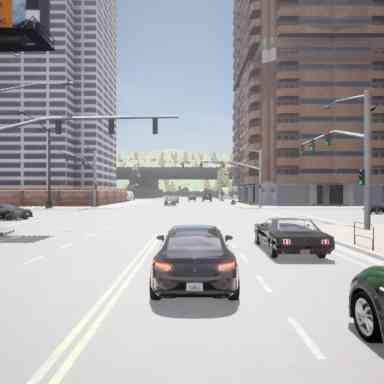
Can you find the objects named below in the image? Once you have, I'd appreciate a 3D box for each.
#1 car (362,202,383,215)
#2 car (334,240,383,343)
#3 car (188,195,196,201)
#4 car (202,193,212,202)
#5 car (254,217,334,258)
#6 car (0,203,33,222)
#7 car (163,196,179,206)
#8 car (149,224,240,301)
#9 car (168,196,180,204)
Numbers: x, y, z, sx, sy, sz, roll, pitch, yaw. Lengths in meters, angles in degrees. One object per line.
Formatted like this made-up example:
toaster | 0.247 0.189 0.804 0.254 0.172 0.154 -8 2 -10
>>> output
car | 19.971 1.601 33.697 4.718 1.301 1.895 0 0 1
car | 3.601 1.352 3.594 2.097 1.767 4.553 0 0 0
car | 0.033 1.425 77.270 1.837 1.490 4.892 0 0 0
car | 3.534 1.225 77.979 2.150 2.045 5.566 0 0 0
car | 3.608 1.601 12.679 1.895 1.301 4.718 0 0 1
car | -14.942 1.564 26.369 4.181 1.385 1.994 0 0 6
car | -3.577 1.491 54.797 2.128 1.511 4.902 0 0 -1
car | 0.064 1.526 8.227 1.812 1.442 4.674 0 0 0
car | -3.513 1.491 65.201 2.128 1.511 4.902 0 0 1
